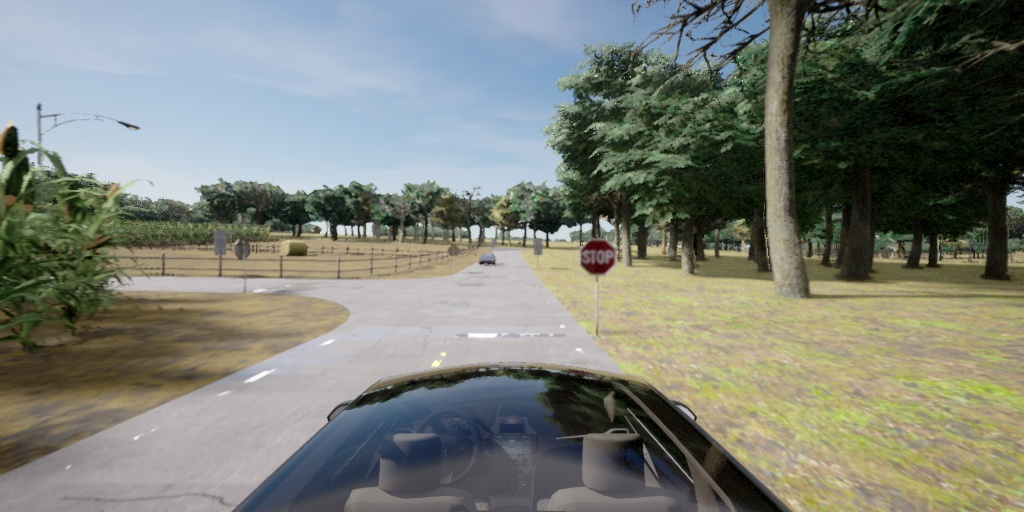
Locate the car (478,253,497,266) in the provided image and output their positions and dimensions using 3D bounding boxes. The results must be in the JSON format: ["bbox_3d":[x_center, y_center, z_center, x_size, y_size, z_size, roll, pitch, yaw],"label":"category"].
[{"bbox_3d":[-2.723,0.359,40.673,2.033,1.411,5.357,0,2,0],"label":"car"}]
